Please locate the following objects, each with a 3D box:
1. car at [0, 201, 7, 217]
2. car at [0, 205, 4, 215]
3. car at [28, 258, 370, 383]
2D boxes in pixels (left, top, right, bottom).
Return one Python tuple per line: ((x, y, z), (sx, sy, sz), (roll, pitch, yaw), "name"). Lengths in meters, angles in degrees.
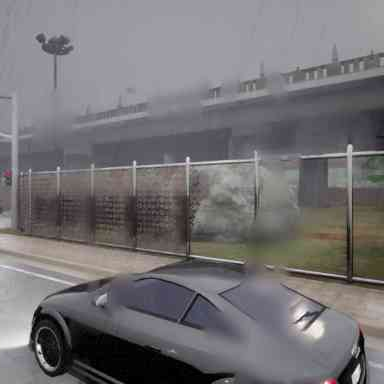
((-19.139, 1.560, 29.007), (1.837, 1.490, 4.892), (0, 0, 34), "car")
((-7.854, 1.221, 9.563), (5.566, 2.045, 2.150), (0, 0, 36), "car")
((-0.173, 1.564, 4.114), (4.181, 1.385, 1.994), (0, 0, 36), "car")
